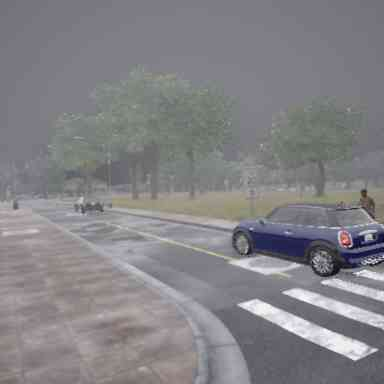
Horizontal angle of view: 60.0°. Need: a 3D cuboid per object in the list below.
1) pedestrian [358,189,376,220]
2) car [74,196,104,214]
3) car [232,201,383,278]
[{"bbox_3d":[5.548,0.768,10.520,0.375,1.860,0.375,-3,1,-30],"label":"pedestrian"},{"bbox_3d":[-10.456,1.175,33.452,2.097,1.767,4.553,-3,1,-30],"label":"car"},{"bbox_3d":[3.150,1.099,9.763,2.097,1.767,4.553,-3,2,-30],"label":"car"}]
